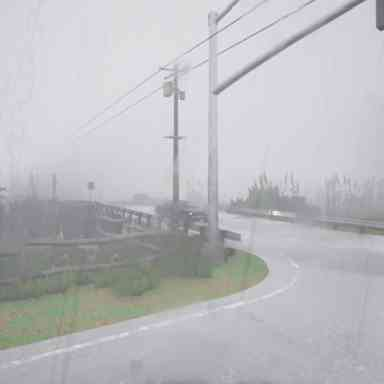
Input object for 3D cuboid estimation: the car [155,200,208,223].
[{"bbox_3d":[-0.573,1.245,21.586,1.895,1.301,4.718,0,3,-32],"label":"car"}]
